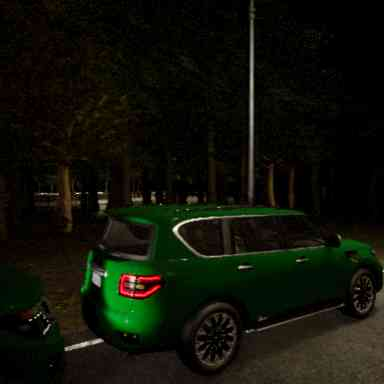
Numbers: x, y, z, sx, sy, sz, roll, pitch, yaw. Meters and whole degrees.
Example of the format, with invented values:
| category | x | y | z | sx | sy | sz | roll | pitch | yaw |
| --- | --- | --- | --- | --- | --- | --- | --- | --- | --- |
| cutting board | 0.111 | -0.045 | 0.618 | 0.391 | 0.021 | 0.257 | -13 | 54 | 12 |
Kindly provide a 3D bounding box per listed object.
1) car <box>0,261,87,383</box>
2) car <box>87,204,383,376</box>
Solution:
| category | x | y | z | sx | sy | sz | roll | pitch | yaw |
| --- | --- | --- | --- | --- | --- | --- | --- | --- | --- |
| car | -3.906 | 1.211 | 2.389 | 5.566 | 2.045 | 2.150 | 0 | 0 | -36 |
| car | 1.004 | 1.227 | 5.791 | 5.566 | 2.045 | 2.150 | 0 | 0 | -34 |
